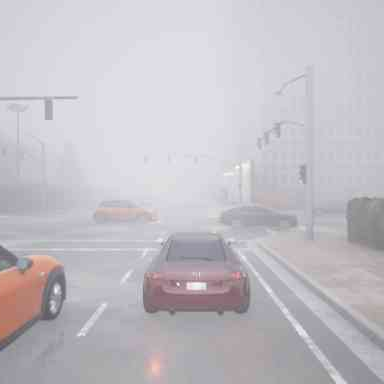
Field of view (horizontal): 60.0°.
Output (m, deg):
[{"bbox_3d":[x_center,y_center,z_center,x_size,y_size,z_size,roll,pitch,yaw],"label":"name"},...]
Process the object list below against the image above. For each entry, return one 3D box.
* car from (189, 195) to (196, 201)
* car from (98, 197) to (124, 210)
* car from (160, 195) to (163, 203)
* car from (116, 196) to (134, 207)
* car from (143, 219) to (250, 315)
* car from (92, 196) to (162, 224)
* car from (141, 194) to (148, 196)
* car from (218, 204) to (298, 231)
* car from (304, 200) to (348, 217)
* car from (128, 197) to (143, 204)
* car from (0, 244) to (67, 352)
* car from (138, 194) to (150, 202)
[{"bbox_3d":[0.132,1.515,84.547,1.994,1.385,4.181,0,0,0],"label":"car"},{"bbox_3d":[-10.535,1.472,43.467,2.128,1.511,4.902,0,0,1],"label":"car"},{"bbox_3d":[-6.922,1.323,66.085,2.097,1.767,4.553,0,0,1],"label":"car"},{"bbox_3d":[-10.507,1.454,52.615,1.882,1.535,5.008,0,0,0],"label":"car"},{"bbox_3d":[0.089,1.561,7.634,1.994,1.385,4.181,0,0,0],"label":"car"},{"bbox_3d":[-4.772,1.371,24.169,4.553,1.767,2.097,0,0,0],"label":"car"},{"bbox_3d":[-7.012,1.331,47.065,2.097,1.767,4.553,0,0,0],"label":"car"},{"bbox_3d":[4.076,1.539,20.676,4.892,1.490,1.837,1,0,0],"label":"car"},{"bbox_3d":[13.142,1.533,31.381,4.902,1.511,2.128,0,0,0],"label":"car"},{"bbox_3d":[-10.460,1.574,61.916,1.895,1.301,4.718,0,0,0],"label":"car"},{"bbox_3d":[-3.433,1.350,4.461,2.097,1.767,4.553,0,0,1],"label":"car"},{"bbox_3d":[-10.387,1.323,72.245,2.097,1.767,4.553,0,0,0],"label":"car"}]
